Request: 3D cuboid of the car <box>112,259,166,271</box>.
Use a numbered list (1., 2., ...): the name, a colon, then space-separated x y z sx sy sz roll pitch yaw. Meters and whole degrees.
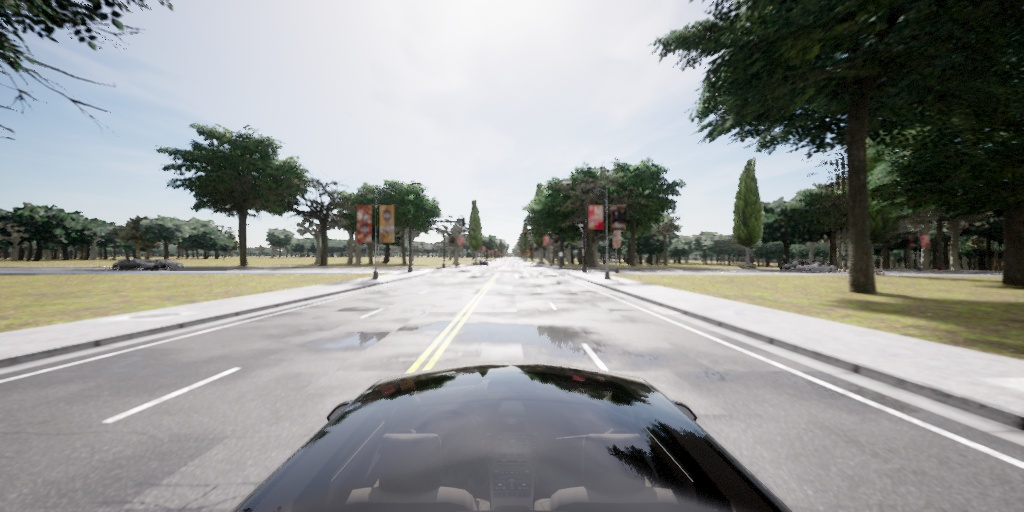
1. car: -46.729 1.165 44.658 4.892 1.490 1.837 0 0 0
